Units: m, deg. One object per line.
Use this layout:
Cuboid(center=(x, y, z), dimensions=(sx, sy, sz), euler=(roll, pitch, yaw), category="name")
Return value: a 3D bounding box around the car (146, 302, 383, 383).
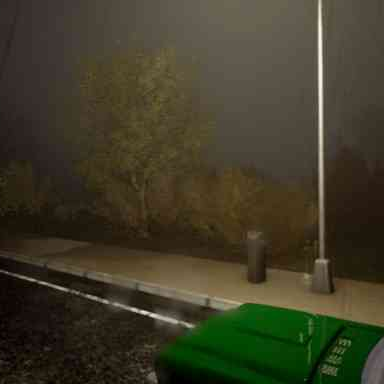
Cuboid(center=(1.916, 1.602, 2.345), dimensions=(4.718, 1.301, 1.895), euler=(0, 0, 36), category="car")
